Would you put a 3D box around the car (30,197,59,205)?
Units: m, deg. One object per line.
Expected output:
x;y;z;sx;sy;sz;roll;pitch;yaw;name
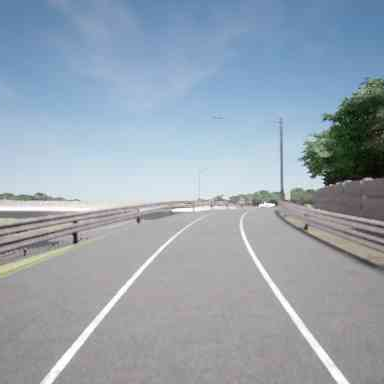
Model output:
-29.680;2.011;67.119;5.566;2.045;2.150;1;-3;-12;car

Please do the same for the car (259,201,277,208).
20.271;3.545;89.083;5.566;2.045;2.150;3;-4;-39;car
